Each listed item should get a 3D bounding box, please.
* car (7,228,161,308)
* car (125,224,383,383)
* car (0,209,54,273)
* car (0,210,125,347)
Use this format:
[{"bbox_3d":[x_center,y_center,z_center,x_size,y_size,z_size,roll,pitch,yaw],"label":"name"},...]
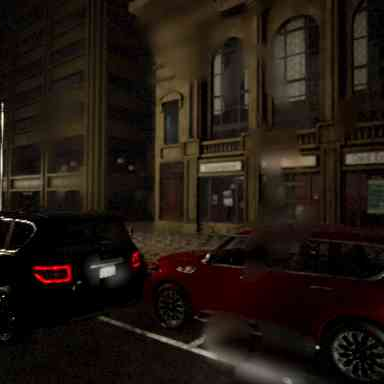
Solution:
[{"bbox_3d":[-3.011,1.796,8.885,4.206,1.307,1.802,-1,-2,37],"label":"car"},{"bbox_3d":[1.477,1.465,5.538,5.009,1.841,2.192,-1,-2,37],"label":"car"},{"bbox_3d":[-7.498,1.595,12.243,5.009,1.841,2.192,-1,-2,37],"label":"car"},{"bbox_3d":[-3.480,1.385,6.866,5.566,2.045,2.150,-1,-2,37],"label":"car"}]
